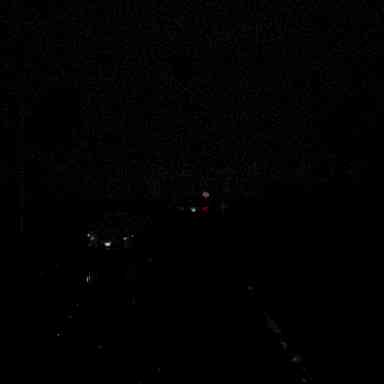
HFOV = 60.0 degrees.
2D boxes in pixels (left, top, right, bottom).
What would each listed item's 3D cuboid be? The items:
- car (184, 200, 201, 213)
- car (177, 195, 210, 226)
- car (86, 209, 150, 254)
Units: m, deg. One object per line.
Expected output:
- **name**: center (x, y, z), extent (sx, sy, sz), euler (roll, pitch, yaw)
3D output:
- **car**: center (0.098, 1.646, 39.293), extent (1.895, 1.301, 4.718), euler (0, 0, 0)
- **car**: center (0.099, 1.246, 23.727), extent (2.150, 2.045, 5.566), euler (0, 0, 0)
- **car**: center (-2.850, 1.517, 13.672), extent (1.837, 1.490, 4.892), euler (0, 0, 0)
